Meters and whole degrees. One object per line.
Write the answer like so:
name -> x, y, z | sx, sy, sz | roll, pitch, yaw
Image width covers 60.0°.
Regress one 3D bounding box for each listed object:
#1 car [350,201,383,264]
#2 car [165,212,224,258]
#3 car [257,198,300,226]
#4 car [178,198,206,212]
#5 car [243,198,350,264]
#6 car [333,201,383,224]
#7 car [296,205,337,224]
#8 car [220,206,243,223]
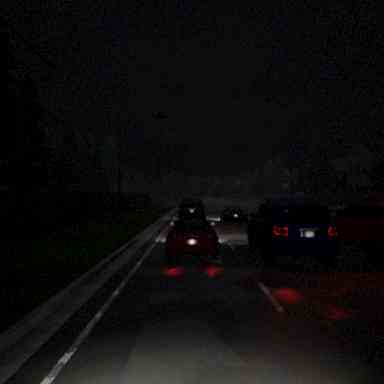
car -> 7.007, 1.365, 12.556 | 2.150, 2.045, 5.566 | 0, 0, 0
car -> 0.016, 1.715, 13.507 | 1.994, 1.385, 4.181 | 0, -1, 0
car -> 7.001, 1.530, 27.564 | 2.150, 2.045, 5.566 | 0, 0, 0
car -> 0.001, 1.529, 27.551 | 2.150, 2.045, 5.566 | 0, 0, 0
car -> 3.507, 1.365, 12.561 | 2.150, 2.045, 5.566 | 0, 0, 0
car -> 14.010, 1.666, 28.415 | 2.097, 1.767, 4.553 | 0, -1, 0
car -> 10.511, 1.880, 28.508 | 1.994, 1.385, 4.181 | 0, -1, 0
car -> 3.511, 1.880, 28.505 | 1.994, 1.385, 4.181 | 0, -1, 0
